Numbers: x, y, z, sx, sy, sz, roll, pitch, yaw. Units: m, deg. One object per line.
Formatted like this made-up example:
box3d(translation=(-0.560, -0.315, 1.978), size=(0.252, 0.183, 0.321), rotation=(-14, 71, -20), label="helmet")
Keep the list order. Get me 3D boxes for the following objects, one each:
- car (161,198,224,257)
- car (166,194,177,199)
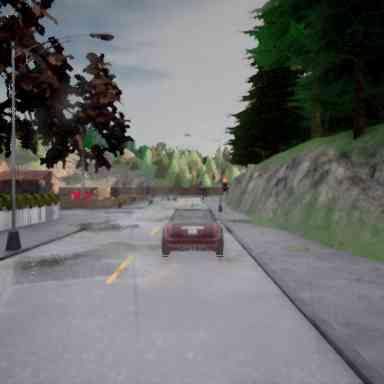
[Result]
box3d(translation=(0.044, 1.284, 12.834), size=(2.097, 1.767, 4.553), rotation=(0, 0, 1), label="car")
box3d(translation=(-4.009, 1.154, 66.209), size=(2.128, 1.511, 4.902), rotation=(0, 0, 0), label="car")
